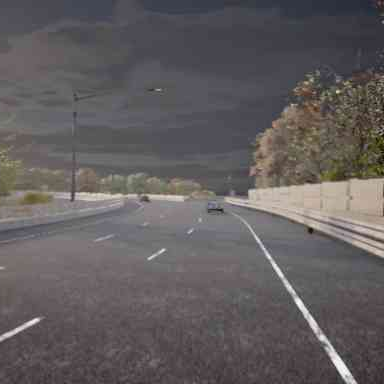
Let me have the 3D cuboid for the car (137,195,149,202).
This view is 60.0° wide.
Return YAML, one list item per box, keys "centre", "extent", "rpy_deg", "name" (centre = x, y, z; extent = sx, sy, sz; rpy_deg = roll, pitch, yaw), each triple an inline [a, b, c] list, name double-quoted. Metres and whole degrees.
- centre: [-10.030, 1.318, 67.775]
  extent: [1.837, 1.490, 4.892]
  rpy_deg: [2, 0, -19]
  name: "car"

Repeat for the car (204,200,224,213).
- centre: [2.479, 1.588, 37.872]
  extent: [2.033, 1.411, 5.357]
  rpy_deg: [1, 0, -2]
  name: "car"
